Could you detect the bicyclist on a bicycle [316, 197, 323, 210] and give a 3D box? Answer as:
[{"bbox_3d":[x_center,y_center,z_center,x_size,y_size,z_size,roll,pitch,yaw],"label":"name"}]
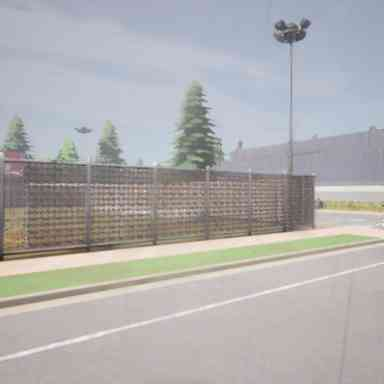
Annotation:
[{"bbox_3d":[16.702,1.510,43.470,1.656,1.620,0.582,0,0,-35],"label":"bicyclist on a bicycle"}]
